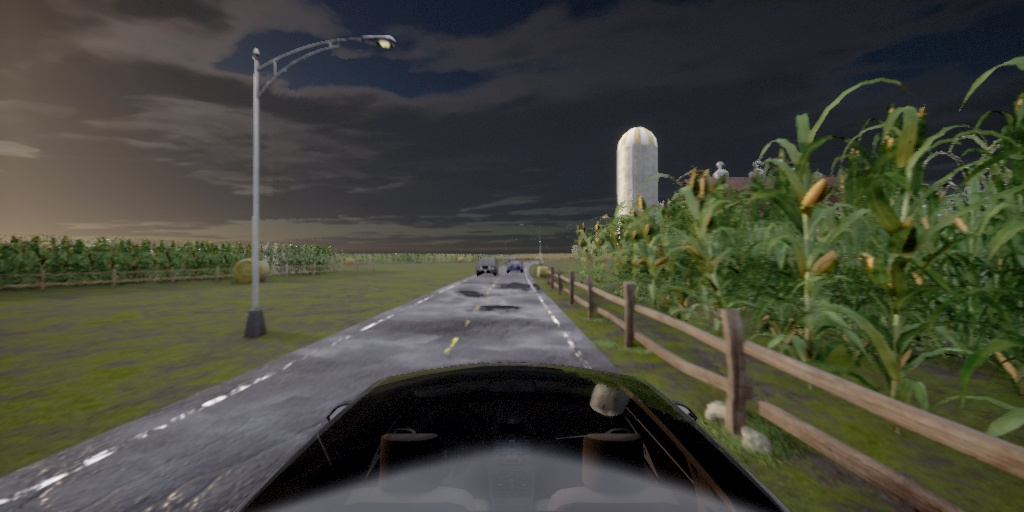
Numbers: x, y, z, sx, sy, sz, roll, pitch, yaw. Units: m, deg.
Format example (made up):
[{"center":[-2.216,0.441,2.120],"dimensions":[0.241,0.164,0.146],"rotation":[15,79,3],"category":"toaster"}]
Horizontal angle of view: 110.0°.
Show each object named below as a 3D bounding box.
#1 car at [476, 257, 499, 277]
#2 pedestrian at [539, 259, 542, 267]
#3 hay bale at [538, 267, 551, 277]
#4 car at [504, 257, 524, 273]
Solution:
[{"center":[-2.631,1.144,39.340],"dimensions":[2.150,2.045,5.566],"rotation":[0,0,2],"category":"car"},{"center":[2.986,1.202,37.757],"dimensions":[0.375,1.860,0.375],"rotation":[0,0,-2],"category":"pedestrian"},{"center":[3.262,1.569,36.476],"dimensions":[1.220,1.180,1.240],"rotation":[0,0,1],"category":"hay bale"},{"center":[0.474,1.315,48.059],"dimensions":[2.097,1.767,4.553],"rotation":[0,0,3],"category":"car"}]
